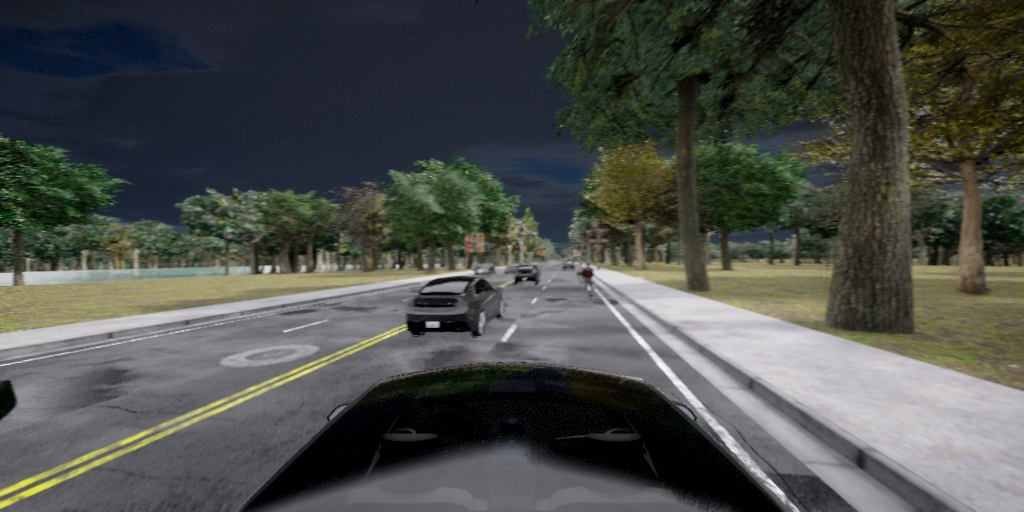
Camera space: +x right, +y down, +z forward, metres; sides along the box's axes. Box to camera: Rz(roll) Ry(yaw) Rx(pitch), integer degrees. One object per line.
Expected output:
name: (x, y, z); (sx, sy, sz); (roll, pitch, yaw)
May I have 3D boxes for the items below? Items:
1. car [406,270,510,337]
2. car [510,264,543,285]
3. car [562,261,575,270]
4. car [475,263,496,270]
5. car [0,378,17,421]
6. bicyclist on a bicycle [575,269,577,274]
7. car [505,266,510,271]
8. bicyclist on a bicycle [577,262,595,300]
car: (-1.464, 1.350, 10.677); (1.837, 1.490, 4.892); (-1, 0, 9)
car: (1.304, 1.441, 28.530); (1.837, 1.490, 4.892); (-1, 0, 9)
car: (9.491, 1.582, 60.047); (1.812, 1.442, 4.674); (-1, 0, 9)
car: (-3.194, 1.615, 43.209); (2.128, 1.511, 4.902); (-1, 0, 9)
car: (-6.367, 1.454, 1.541); (1.895, 1.301, 4.718); (-1, 0, 9)
bicyclist on a bicycle: (5.045, 1.295, 26.387); (0.866, 1.612, 1.509); (-1, 0, 9)
car: (0.299, 1.640, 44.508); (1.994, 1.385, 4.181); (-1, 0, 9)
bicyclist on a bicycle: (3.605, 1.181, 16.998); (0.659, 1.776, 1.843); (-1, 0, 9)
